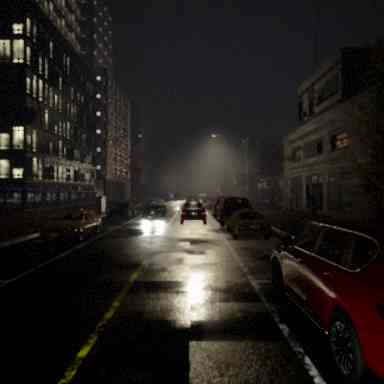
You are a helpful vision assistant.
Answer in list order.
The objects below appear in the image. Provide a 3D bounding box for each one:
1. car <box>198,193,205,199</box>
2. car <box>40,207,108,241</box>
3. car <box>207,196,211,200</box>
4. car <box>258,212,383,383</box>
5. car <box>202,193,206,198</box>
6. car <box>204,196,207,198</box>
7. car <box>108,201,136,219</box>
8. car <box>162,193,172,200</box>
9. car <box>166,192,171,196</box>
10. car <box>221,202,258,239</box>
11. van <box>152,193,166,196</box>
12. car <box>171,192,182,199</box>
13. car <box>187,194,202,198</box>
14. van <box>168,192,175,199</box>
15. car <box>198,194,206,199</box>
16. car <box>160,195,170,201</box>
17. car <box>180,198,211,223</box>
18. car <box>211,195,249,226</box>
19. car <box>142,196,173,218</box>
[{"bbox_3d":[2.665,1.109,93.829,1.887,1.381,4.507,0,0,0],"label":"car"},{"bbox_3d":[-5.692,1.441,16.142,1.752,1.417,4.829,0,0,0],"label":"car"},{"bbox_3d":[2.686,1.175,27.384,2.192,1.841,5.009,0,0,0],"label":"car"},{"bbox_3d":[2.693,1.287,5.236,2.192,1.841,5.009,0,0,0],"label":"car"},{"bbox_3d":[2.676,1.310,55.071,1.802,1.307,4.206,0,0,0],"label":"car"},{"bbox_3d":[2.681,1.372,38.459,1.947,1.339,4.313,0,0,0],"label":"car"},{"bbox_3d":[-5.696,1.425,27.385,1.947,1.339,4.313,0,0,0],"label":"car"},{"bbox_3d":[-5.711,1.073,77.218,1.967,1.590,4.097,0,0,0],"label":"car"},{"bbox_3d":[-5.707,1.205,65.974,1.752,1.417,4.829,0,0,0],"label":"car"},{"bbox_3d":[2.688,1.439,16.482,1.752,1.417,4.829,0,0,0],"label":"car"},{"bbox_3d":[-5.704,1.069,55.069,1.690,1.788,3.998,0,0,0],"label":"van"},{"bbox_3d":[-3.020,0.906,69.826,1.882,1.535,5.008,0,0,0],"label":"car"},{"bbox_3d":[0.086,1.283,44.469,1.837,1.490,4.892,0,1,0],"label":"car"},{"bbox_3d":[-5.716,0.906,93.827,1.690,1.788,3.998,0,0,0],"label":"van"},{"bbox_3d":[2.666,1.169,88.292,1.802,1.307,4.206,0,0,0],"label":"car"},{"bbox_3d":[-5.709,1.238,71.681,1.802,1.307,4.206,0,0,0],"label":"car"},{"bbox_3d":[0.091,1.424,23.991,2.033,1.411,5.357,0,0,0],"label":"car"},{"bbox_3d":[2.687,1.202,21.848,2.192,1.841,5.009,0,0,0],"label":"car"},{"bbox_3d":[-3.107,1.345,28.611,2.128,1.511,4.902,0,0,0],"label":"car"}]
